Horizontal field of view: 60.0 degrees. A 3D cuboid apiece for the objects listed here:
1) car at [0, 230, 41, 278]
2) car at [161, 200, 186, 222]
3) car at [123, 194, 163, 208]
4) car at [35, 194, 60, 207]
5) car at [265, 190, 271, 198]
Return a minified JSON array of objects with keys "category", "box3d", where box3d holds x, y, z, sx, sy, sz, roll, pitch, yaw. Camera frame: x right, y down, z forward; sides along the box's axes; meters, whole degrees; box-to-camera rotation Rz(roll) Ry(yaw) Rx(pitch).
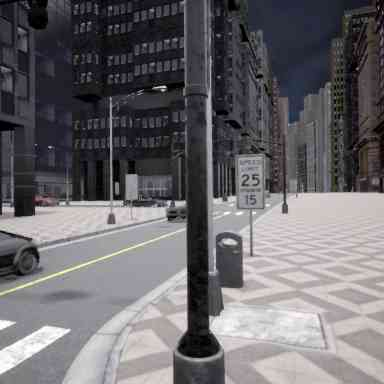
[{"category":"car","box3d":[-5.577,1.504,7.553,1.994,1.385,4.181,-1,1,19]},{"category":"car","box3d":[-0.107,1.276,22.860,1.895,1.301,4.718,-1,1,20]},{"category":"car","box3d":[-5.007,1.046,35.864,4.892,1.490,1.837,-1,0,16]},{"category":"car","box3d":[-18.355,1.023,40.303,4.553,1.767,2.097,0,0,19]},{"category":"car","box3d":[14.699,0.442,66.806,1.837,1.490,4.892,-1,1,19]}]
